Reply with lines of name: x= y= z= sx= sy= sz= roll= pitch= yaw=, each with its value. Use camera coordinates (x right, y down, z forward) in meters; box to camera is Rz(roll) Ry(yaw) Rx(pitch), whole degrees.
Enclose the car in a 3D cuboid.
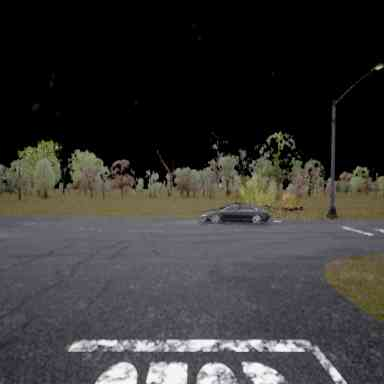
car: x=3.086 y=1.569 z=23.803 sx=4.892 sy=1.490 sz=1.837 roll=1 pitch=1 yaw=0
